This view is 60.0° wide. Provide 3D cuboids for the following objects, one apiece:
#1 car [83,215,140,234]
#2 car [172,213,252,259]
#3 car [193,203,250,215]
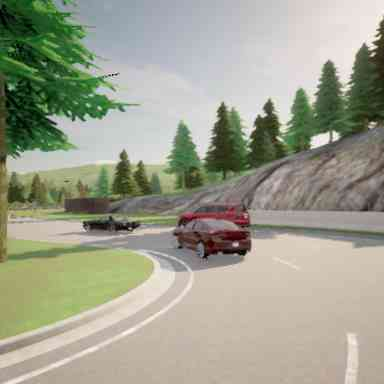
[{"bbox_3d":[-6.253,2.423,25.473,4.718,1.301,1.895,-2,-2,36],"label":"car"},{"bbox_3d":[0.673,1.868,14.507,1.882,1.535,5.008,1,-2,-22],"label":"car"},{"bbox_3d":[1.550,1.847,23.891,5.566,2.045,2.150,-2,-2,39],"label":"car"}]
